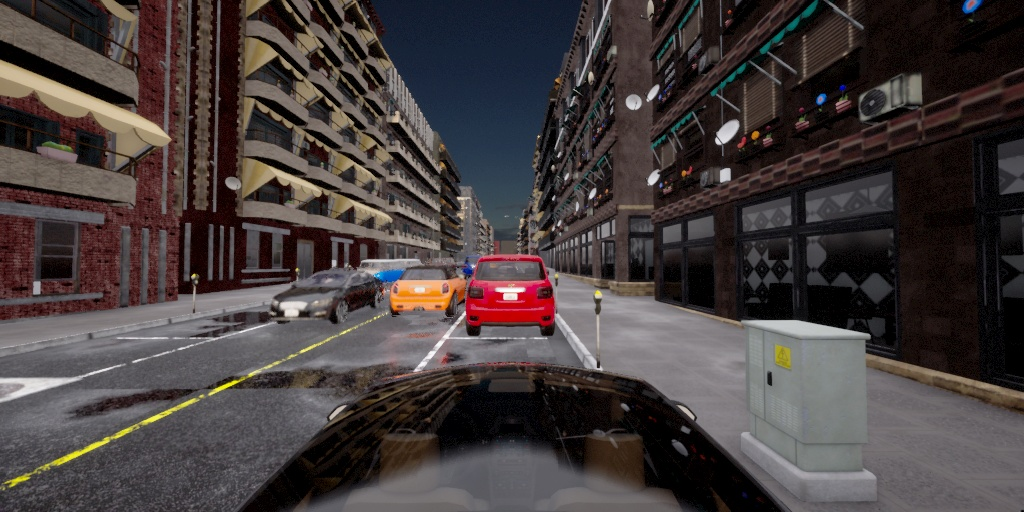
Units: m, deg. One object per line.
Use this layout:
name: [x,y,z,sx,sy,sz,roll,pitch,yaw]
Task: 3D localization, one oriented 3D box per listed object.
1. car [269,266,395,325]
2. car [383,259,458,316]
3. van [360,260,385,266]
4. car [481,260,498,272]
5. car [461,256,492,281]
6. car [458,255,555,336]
car: [-5.867,1.247,11.995,2.128,1.511,4.902,0,0,0]
car: [-2.917,1.109,13.490,2.097,1.767,4.553,0,0,0]
van: [-8.327,1.108,22.604,1.690,1.789,3.998,0,0,0]
car: [-2.906,1.298,47.659,1.882,1.535,5.008,0,0,0]
car: [-3.010,1.005,31.543,2.150,2.045,5.566,0,0,0]
car: [-0.036,0.983,10.532,2.150,2.045,5.566,0,0,0]
